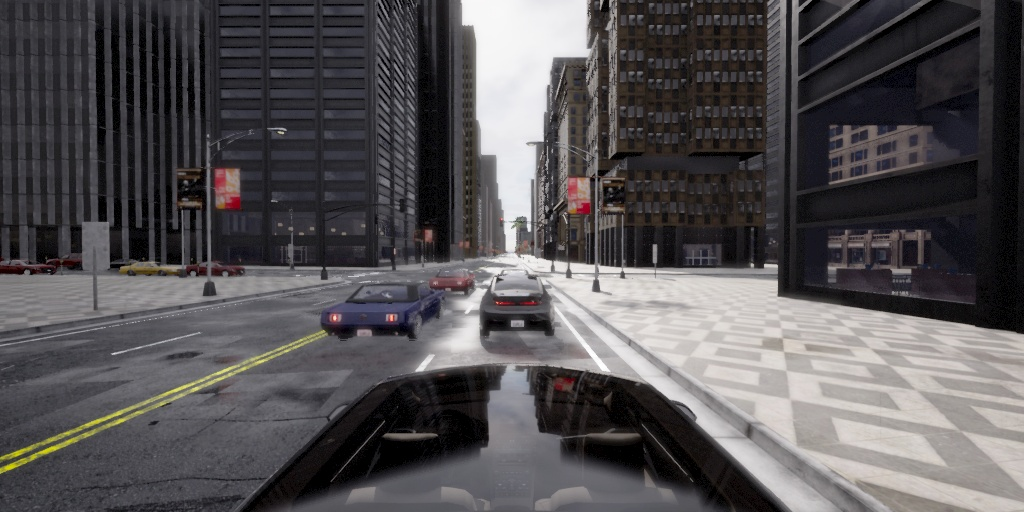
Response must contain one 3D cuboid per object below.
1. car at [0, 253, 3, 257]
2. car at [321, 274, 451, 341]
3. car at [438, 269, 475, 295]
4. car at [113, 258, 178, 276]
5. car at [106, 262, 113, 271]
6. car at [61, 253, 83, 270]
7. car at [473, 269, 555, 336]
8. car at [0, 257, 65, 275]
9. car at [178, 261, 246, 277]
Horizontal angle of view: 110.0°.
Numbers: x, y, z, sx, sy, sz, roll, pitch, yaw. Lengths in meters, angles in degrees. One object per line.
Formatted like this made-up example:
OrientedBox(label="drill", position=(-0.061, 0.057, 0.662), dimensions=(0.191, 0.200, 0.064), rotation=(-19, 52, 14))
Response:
OrientedBox(label="car", position=(-48.461, 0.726, 31.406), dimensions=(5.009, 1.841, 2.192), rotation=(0, 0, 0))
OrientedBox(label="car", position=(-3.129, 1.348, 9.860), dimensions=(1.895, 1.301, 4.718), rotation=(0, 0, 0))
OrientedBox(label="car", position=(-3.106, 1.343, 19.651), dimensions=(1.895, 1.301, 4.718), rotation=(0, 0, 0))
OrientedBox(label="car", position=(-31.417, 1.084, 31.463), dimensions=(4.829, 1.417, 1.751), rotation=(0, 0, 0))
OrientedBox(label="car", position=(-42.863, 0.925, 39.950), dimensions=(4.313, 1.339, 1.948), rotation=(0, 0, 0))
OrientedBox(label="car", position=(-48.488, 0.624, 39.931), dimensions=(5.009, 1.841, 2.192), rotation=(0, 0, 0))
OrientedBox(label="car", position=(0.123, 1.253, 10.362), dimensions=(1.837, 1.490, 4.892), rotation=(0, 0, 0))
OrientedBox(label="car", position=(-42.836, 1.007, 31.425), dimensions=(4.507, 1.381, 1.888), rotation=(0, 0, 0))
OrientedBox(label="car", position=(-25.962, 1.149, 31.482), dimensions=(4.507, 1.381, 1.888), rotation=(0, 0, 0))
